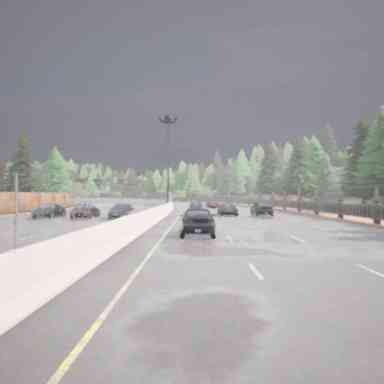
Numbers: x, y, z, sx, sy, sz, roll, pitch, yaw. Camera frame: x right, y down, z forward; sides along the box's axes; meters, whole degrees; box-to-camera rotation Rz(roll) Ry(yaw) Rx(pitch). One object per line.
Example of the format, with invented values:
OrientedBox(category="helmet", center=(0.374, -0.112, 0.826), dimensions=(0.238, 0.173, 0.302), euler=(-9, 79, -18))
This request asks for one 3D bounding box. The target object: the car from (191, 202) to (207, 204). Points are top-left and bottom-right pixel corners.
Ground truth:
OrientedBox(category="car", center=(0.529, 1.956, 42.500), dimensions=(2.033, 1.411, 5.357), euler=(0, -1, 0))

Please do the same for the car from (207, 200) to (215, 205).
OrientedBox(category="car", center=(3.437, 2.121, 56.990), dimensions=(1.994, 1.385, 4.181), euler=(0, -1, -6))

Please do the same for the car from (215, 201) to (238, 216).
OrientedBox(category="car", center=(3.992, 1.936, 37.498), dimensions=(1.994, 1.385, 4.181), euler=(0, -1, 0))

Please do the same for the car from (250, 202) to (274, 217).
OrientedBox(category="car", center=(7.480, 1.874, 35.764), dimensions=(1.837, 1.490, 4.892), euler=(0, 0, 1))

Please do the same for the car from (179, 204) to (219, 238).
OrientedBox(category="car", center=(0.324, 1.690, 18.975), dimensions=(1.837, 1.490, 4.892), euler=(0, 0, 1))
